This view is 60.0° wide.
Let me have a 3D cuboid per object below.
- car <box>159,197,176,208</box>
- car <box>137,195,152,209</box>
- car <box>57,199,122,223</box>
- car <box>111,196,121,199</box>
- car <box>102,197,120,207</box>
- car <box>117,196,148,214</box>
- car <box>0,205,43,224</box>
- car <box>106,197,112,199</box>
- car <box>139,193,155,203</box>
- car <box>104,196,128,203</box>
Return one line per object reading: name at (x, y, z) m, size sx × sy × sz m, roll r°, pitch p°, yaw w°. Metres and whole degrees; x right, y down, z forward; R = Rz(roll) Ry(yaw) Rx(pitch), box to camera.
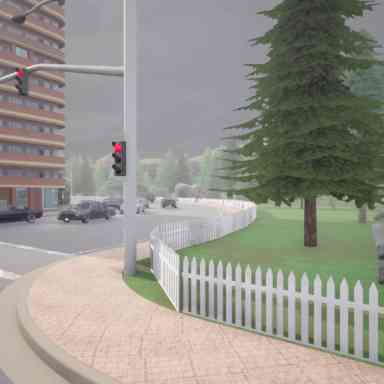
car at (-3.428, 1.449, 46.344) m, size 1.837 × 1.490 × 4.892 m, roll 1°, pitch 0°, yaw -12°
car at (-6.897, 1.470, 44.895) m, size 1.812 × 1.442 × 4.674 m, roll 0°, pitch 0°, yaw -13°
car at (-7.768, 1.492, 25.260) m, size 2.033 × 1.411 × 5.357 m, roll 0°, pitch 0°, yaw 17°
car at (-9.767, 1.492, 41.886) m, size 2.033 × 1.411 × 5.357 m, roll 0°, pitch 0°, yaw -7°
car at (-12.621, 1.508, 51.542) m, size 1.994 × 1.385 × 4.181 m, roll 0°, pitch 0°, yaw -24°
car at (-6.140, 1.470, 34.704) m, size 1.812 × 1.442 × 4.674 m, roll 0°, pitch 0°, yaw 3°
car at (-12.653, 1.545, 22.578) m, size 1.895 × 1.301 × 4.718 m, roll 0°, pitch 0°, yaw 23°
car at (-9.853, 1.492, 31.812) m, size 2.033 × 1.411 × 5.357 m, roll 0°, pitch 0°, yaw 8°
car at (-9.557, 1.166, 66.407) m, size 2.150 × 2.045 × 5.566 m, roll 0°, pitch 0°, yaw -40°
car at (-15.618, 1.491, 67.873) m, size 5.357 × 1.411 × 2.033 m, roll 0°, pitch 0°, yaw 42°
